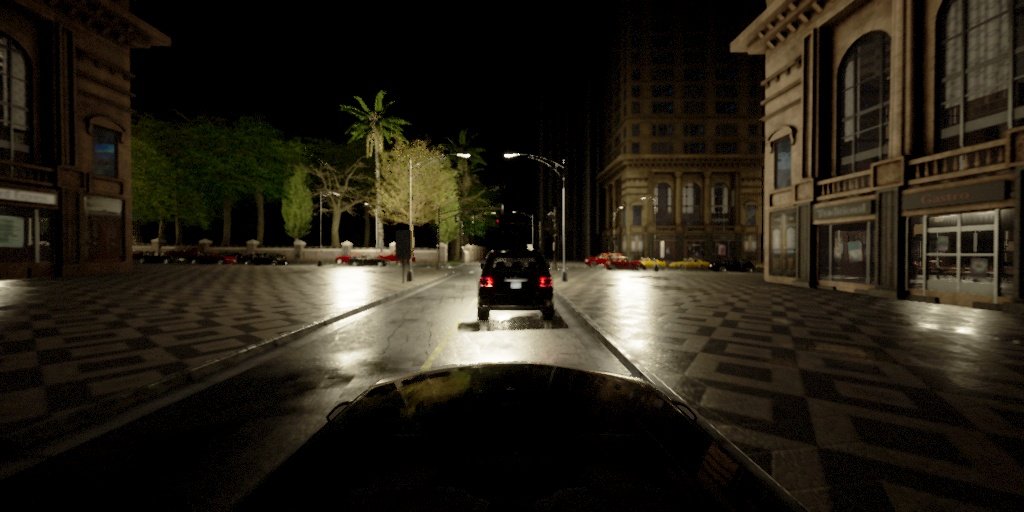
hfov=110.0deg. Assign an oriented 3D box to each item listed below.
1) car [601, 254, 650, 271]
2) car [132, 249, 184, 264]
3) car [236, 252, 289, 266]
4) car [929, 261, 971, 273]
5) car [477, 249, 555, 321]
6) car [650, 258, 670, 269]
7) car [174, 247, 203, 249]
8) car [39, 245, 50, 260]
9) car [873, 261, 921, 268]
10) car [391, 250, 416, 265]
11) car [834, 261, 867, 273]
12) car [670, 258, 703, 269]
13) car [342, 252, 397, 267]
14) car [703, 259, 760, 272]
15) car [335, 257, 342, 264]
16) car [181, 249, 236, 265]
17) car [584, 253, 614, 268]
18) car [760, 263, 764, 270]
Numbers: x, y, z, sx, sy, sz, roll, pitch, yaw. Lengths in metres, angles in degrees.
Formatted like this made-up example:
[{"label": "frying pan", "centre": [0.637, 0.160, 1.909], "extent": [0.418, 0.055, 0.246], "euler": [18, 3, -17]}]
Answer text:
[{"label": "car", "centre": [11.878, 0.797, 37.699], "extent": [4.097, 1.591, 1.967], "euler": [0, 0, 0]}, {"label": "car", "centre": [-37.055, 0.190, 37.870], "extent": [4.403, 1.370, 2.007], "euler": [0, 0, 0]}, {"label": "car", "centre": [-26.006, 0.375, 37.832], "extent": [4.313, 1.339, 1.948], "euler": [0, 0, 0]}, {"label": "car", "centre": [45.120, 1.227, 37.582], "extent": [4.097, 1.591, 1.967], "euler": [0, 0, 0]}, {"label": "car", "centre": [0.107, 0.806, 11.884], "extent": [2.150, 2.045, 5.566], "euler": [0, 1, 0]}, {"label": "car", "centre": [17.271, 0.869, 46.206], "extent": [4.829, 1.417, 1.751], "euler": [0, 0, 0]}, {"label": "car", "centre": [-42.557, -0.222, 46.415], "extent": [5.009, 1.841, 2.192], "euler": [0, 0, 0]}, {"label": "car", "centre": [-48.102, -0.221, 37.909], "extent": [5.009, 1.841, 2.192], "euler": [0, 0, 0]}, {"label": "car", "centre": [39.579, 1.301, 37.602], "extent": [4.207, 1.307, 1.802], "euler": [0, 0, 0]}, {"label": "car", "centre": [-14.938, 0.199, 46.318], "extent": [5.009, 1.841, 2.192], "euler": [0, 0, 0]}, {"label": "car", "centre": [34.038, 1.215, 37.621], "extent": [4.313, 1.339, 1.948], "euler": [0, 0, 0]}, {"label": "car", "centre": [22.811, 0.942, 46.186], "extent": [4.829, 1.417, 1.751], "euler": [0, 0, 0]}, {"label": "car", "centre": [-14.959, 0.524, 37.793], "extent": [4.403, 1.370, 2.007], "euler": [0, 0, 0]}, {"label": "car", "centre": [22.958, 1.072, 37.660], "extent": [4.313, 1.339, 1.948], "euler": [0, 0, 0]}, {"label": "car", "centre": [-20.462, 0.347, 46.338], "extent": [4.507, 1.381, 1.888], "euler": [0, 0, 0]}, {"label": "car", "centre": [-31.531, 0.269, 37.851], "extent": [4.507, 1.381, 1.888], "euler": [0, 0, 0]}, {"label": "car", "centre": [11.900, 0.583, 46.224], "extent": [5.009, 1.841, 2.192], "euler": [0, 0, 0]}, {"label": "car", "centre": [33.892, 1.086, 46.147], "extent": [4.829, 1.417, 1.751], "euler": [0, 0, 0]}]
